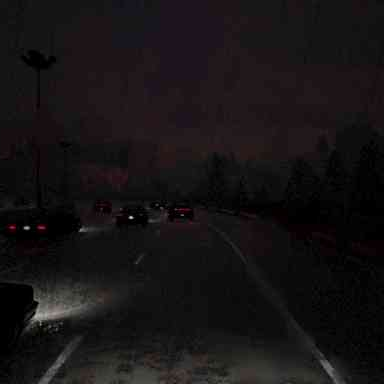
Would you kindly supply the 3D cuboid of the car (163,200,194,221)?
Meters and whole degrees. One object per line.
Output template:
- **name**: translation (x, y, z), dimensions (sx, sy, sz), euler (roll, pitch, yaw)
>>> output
- **car**: translation (-1.021, 1.516, 27.198), dimensions (2.128, 1.511, 4.902), euler (0, 0, -7)

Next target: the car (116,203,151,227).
- **car**: translation (-4.062, 1.583, 23.068), dimensions (1.994, 1.385, 4.181), euler (0, 0, -6)

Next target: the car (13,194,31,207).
- **car**: translation (-27.205, 1.372, 53.291), dimensions (2.150, 2.045, 5.566), euler (0, 0, -26)

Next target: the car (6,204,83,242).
- **car**: translation (-7.036, 1.558, 16.465), dimensions (2.033, 1.411, 5.357), euler (0, 0, -2)

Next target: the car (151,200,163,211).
- **car**: translation (-4.269, 1.661, 42.733), dimensions (1.895, 1.301, 4.718), euler (0, 0, -16)

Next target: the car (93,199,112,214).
- **car**: translation (-9.951, 1.544, 36.889), dimensions (2.128, 1.511, 4.902), euler (0, 0, -14)

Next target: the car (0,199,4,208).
- **car**: translation (-29.281, 1.742, 49.467), dimensions (1.895, 1.301, 4.718), euler (0, 0, -25)

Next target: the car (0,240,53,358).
- **car**: translation (-3.402, 1.548, 2.921), dimensions (2.033, 1.411, 5.357), euler (0, 0, 0)

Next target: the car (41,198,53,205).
- **car**: translation (-23.870, 1.708, 54.331), dimensions (1.994, 1.385, 4.181), euler (0, 0, -26)
